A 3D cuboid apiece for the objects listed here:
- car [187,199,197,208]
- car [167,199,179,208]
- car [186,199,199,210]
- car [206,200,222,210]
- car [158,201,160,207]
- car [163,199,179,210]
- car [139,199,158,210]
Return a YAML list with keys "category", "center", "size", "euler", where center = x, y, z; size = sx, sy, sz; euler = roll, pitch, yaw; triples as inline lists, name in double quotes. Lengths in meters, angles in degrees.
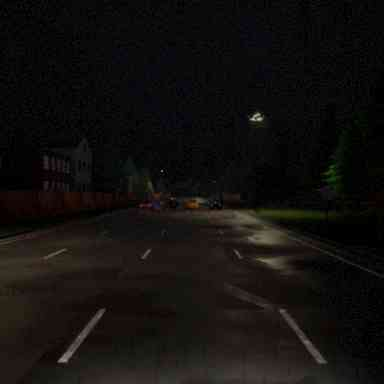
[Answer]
- category: "car"
  center: [0.035, 2.069, 61.789]
  size: [1.837, 1.490, 4.892]
  euler: [0, -1, 0]
- category: "car"
  center: [-3.465, 2.068, 61.791]
  size: [1.837, 1.490, 4.892]
  euler: [0, -1, 0]
- category: "car"
  center: [0.079, 1.948, 51.505]
  size: [1.882, 1.535, 5.008]
  euler: [0, -1, 1]
- category: "car"
  center: [3.581, 2.074, 51.810]
  size: [1.895, 1.301, 4.718]
  euler: [0, -1, 1]
- category: "car"
  center: [-6.965, 2.089, 61.793]
  size: [1.812, 1.442, 4.674]
  euler: [0, -1, 0]
- category: "car"
  center: [-3.416, 2.038, 51.963]
  size: [1.994, 1.385, 4.181]
  euler: [0, -1, 1]
- category: "car"
  center: [-6.919, 2.073, 51.805]
  size: [1.895, 1.301, 4.718]
  euler: [0, -1, 1]
